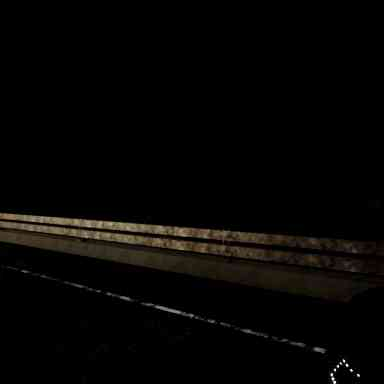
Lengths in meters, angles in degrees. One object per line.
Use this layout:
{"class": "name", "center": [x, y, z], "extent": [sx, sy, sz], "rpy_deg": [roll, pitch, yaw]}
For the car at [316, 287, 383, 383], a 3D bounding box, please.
{"class": "car", "center": [3.504, 1.223, 1.494], "extent": [5.566, 2.045, 2.150], "rpy_deg": [0, 0, 35]}
